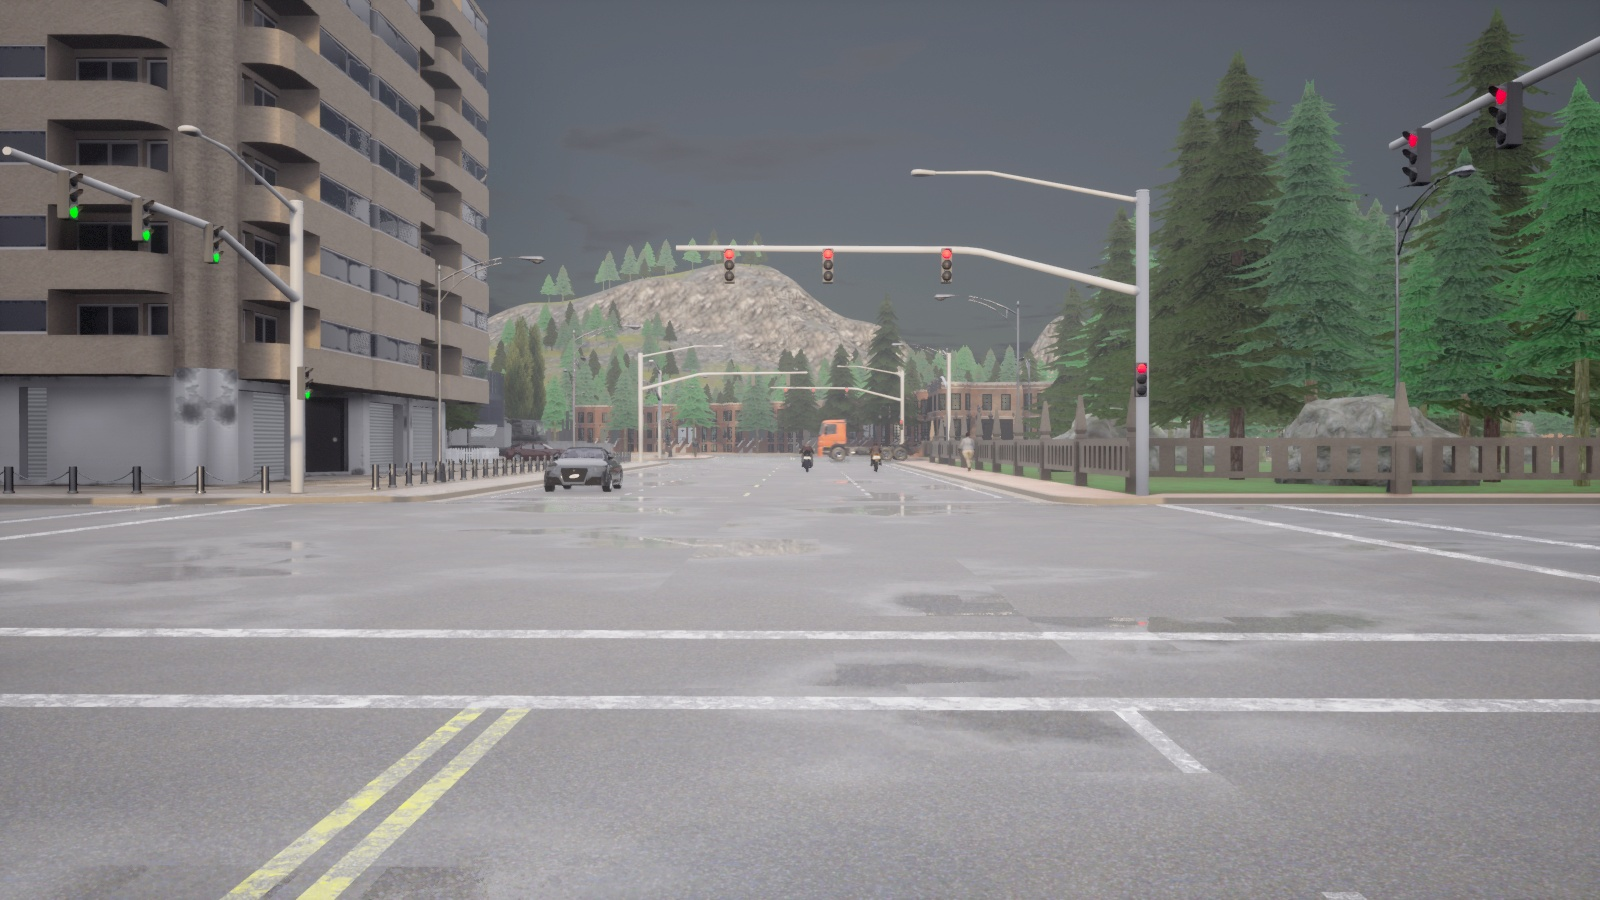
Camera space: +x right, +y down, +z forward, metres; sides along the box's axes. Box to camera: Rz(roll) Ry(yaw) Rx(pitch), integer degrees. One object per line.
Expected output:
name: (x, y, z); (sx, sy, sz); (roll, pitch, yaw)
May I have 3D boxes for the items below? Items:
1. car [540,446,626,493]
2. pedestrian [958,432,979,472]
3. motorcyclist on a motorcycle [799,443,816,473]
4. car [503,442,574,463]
car: (-6.774, 0.582, 39.592); (1.994, 1.385, 4.181); (0, 0, 0)
pedestrian: (7.880, 0.079, 58.856); (0.874, 1.855, 0.900); (0, 0, 0)
motorcyclist on a motorcycle: (0.376, 0.413, 65.407); (0.866, 1.530, 2.191); (0, 0, 0)
car: (-19.808, 0.170, 95.341); (5.008, 1.535, 1.882); (0, 0, 0)
